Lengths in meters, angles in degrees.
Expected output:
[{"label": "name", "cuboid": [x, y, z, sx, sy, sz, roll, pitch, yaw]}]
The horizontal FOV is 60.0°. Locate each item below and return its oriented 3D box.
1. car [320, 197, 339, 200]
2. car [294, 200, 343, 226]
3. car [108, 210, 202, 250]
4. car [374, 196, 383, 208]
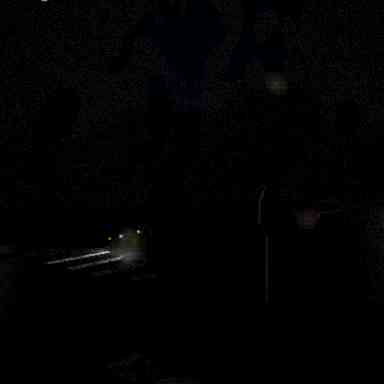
[{"label": "car", "cuboid": [13.994, 1.286, 34.120, 1.882, 1.535, 5.008, 0, 0, 37]}, {"label": "car", "cuboid": [8.424, 1.437, 21.924, 1.895, 1.301, 4.718, 0, 0, 37]}, {"label": "car", "cuboid": [-1.398, 1.446, 13.862, 1.994, 1.385, 4.181, 0, 0, 37]}, {"label": "car", "cuboid": [25.914, 1.336, 44.968, 2.128, 1.511, 4.902, 0, 0, 37]}]
